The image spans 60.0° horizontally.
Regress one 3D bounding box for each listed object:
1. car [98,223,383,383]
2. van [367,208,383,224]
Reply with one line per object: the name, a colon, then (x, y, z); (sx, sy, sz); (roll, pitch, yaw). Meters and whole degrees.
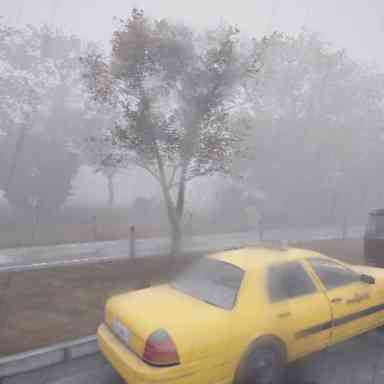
car: (1.412, 1.477, 4.982); (5.366, 1.575, 1.946); (0, -2, -32)
van: (6.068, 1.275, 7.944); (4.442, 1.987, 1.878); (-1, -2, -34)
